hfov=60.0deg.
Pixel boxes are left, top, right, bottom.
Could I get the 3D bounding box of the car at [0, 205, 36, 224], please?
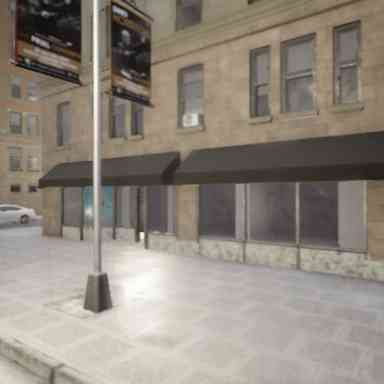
[{"bbox_3d":[-13.606,1.636,23.676,1.812,1.442,4.674,0,0,36],"label":"car"}]
